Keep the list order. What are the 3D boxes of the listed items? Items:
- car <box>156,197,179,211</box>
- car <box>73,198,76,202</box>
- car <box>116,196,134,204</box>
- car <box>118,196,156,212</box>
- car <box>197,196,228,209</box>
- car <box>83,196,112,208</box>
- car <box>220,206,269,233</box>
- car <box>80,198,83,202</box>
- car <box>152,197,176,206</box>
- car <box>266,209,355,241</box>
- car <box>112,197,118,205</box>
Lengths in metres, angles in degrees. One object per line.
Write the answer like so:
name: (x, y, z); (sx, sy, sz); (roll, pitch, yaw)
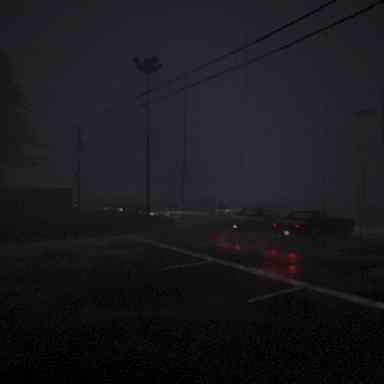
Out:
car: (-3.489, 1.611, 40.997); (1.895, 1.301, 4.718); (0, 0, -36)
car: (-23.281, 1.483, 62.516); (1.882, 1.535, 5.008); (0, 0, -35)
car: (-13.599, 1.538, 67.071); (1.812, 1.442, 4.674); (0, 0, -36)
car: (-6.579, 1.486, 39.297); (1.882, 1.535, 5.008); (0, 0, -36)
car: (2.708, 1.369, 44.380); (2.097, 1.767, 4.553); (0, 0, -36)
car: (-14.224, 1.360, 49.879); (2.097, 1.767, 4.553); (0, 0, -36)
car: (4.178, 1.609, 19.625); (4.718, 1.301, 1.895); (0, 0, -36)
car: (-20.123, 1.569, 64.130); (1.994, 1.385, 4.181); (0, 0, -36)
car: (-4.666, 1.540, 54.590); (1.812, 1.442, 4.674); (0, 0, -36)
car: (6.211, 1.609, 16.775); (4.718, 1.301, 1.895); (0, 0, -35)
car: (-11.263, 1.487, 51.761); (1.882, 1.535, 5.008); (0, 0, -36)
